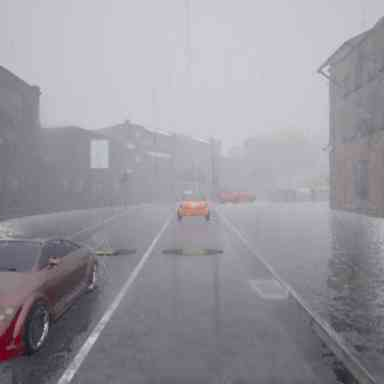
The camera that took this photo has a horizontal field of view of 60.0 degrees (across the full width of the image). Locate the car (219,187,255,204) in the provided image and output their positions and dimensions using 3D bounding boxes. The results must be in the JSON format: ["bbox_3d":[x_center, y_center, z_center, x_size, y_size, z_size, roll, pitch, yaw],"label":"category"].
[{"bbox_3d":[5.588,0.498,41.134,2.150,2.045,5.566,-1,-1,43],"label":"car"}]

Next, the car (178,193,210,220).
[{"bbox_3d":[0.155,0.868,23.178,2.097,1.767,4.553,0,2,1],"label":"car"}]

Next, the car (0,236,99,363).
[{"bbox_3d":[-3.092,1.512,5.839,1.994,1.385,4.181,0,1,0],"label":"car"}]
